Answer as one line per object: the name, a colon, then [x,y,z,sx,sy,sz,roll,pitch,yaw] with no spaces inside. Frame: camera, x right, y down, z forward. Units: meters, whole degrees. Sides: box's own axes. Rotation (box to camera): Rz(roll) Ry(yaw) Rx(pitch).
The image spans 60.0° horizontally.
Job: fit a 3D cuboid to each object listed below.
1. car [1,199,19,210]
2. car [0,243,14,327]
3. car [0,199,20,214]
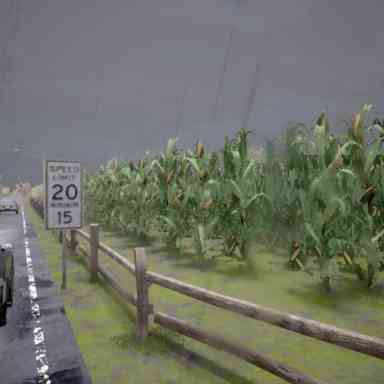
car: [-23.648,1.587,43.349,1.895,1.301,4.718,0,0,-27]
car: [-4.598,1.561,6.466,1.994,1.385,4.181,0,0,-27]
car: [-19.051,1.535,34.573,2.033,1.411,5.357,0,0,-27]
